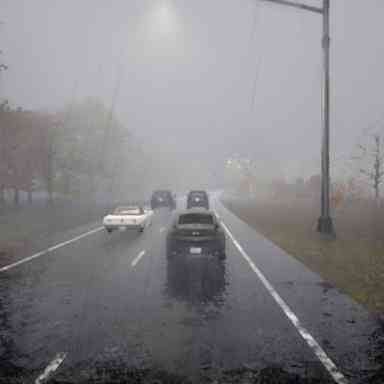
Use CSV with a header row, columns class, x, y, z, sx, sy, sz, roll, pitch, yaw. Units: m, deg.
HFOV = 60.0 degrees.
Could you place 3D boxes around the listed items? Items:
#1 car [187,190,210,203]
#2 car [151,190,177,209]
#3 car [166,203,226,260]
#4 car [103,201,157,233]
class,x,y,z,sx,sy,sz,roll,pitch,yaw
car,0.634,0.842,34.266,2.150,2.045,5.566,0,1,2
car,-2.868,0.843,34.280,2.150,2.045,5.566,0,1,2
car,0.139,1.374,11.911,1.837,1.490,4.892,0,1,1
car,-3.274,1.400,18.097,1.895,1.301,4.718,0,1,1
